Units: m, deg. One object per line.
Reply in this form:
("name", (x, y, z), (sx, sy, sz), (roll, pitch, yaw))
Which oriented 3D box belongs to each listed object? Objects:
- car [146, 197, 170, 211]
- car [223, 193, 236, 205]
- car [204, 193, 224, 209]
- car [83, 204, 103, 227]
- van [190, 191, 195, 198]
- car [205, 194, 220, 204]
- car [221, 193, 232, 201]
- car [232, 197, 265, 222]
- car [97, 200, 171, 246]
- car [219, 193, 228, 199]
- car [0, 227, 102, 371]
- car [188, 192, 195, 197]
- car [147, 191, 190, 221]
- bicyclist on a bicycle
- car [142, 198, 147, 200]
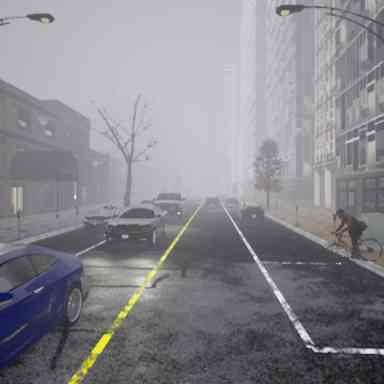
("car", (-3.596, 1.243, 35.824), (1.802, 1.307, 4.206), (1, 1, 4))
("car", (5.497, 1.123, 46.510), (1.887, 1.381, 4.507), (1, 1, 4))
("car", (2.436, 1.146, 39.155), (1.837, 1.490, 4.892), (0, 1, 4))
("car", (-4.740, 1.365, 18.930), (2.008, 1.369, 4.403), (1, 1, 4))
("van", (-0.413, 0.545, 86.514), (1.690, 1.788, 3.998), (1, 1, 4))
("car", (3.164, 1.025, 50.952), (2.128, 1.511, 4.902), (0, 1, 4))
("car", (6.545, 0.991, 63.409), (1.947, 1.339, 4.313), (1, 1, 4))
("car", (4.202, 1.334, 23.973), (2.008, 1.369, 4.403), (1, 1, 4))
("car", (-2.288, 1.336, 14.682), (1.882, 1.535, 5.008), (0, 1, 4))
("car", (7.594, 0.840, 80.309), (1.947, 1.339, 4.313), (1, 1, 4))
("car", (-2.932, 1.480, 4.248), (1.812, 1.442, 4.674), (0, 1, 5))
("car", (-0.068, 0.736, 92.150), (1.802, 1.307, 4.206), (1, 1, 4))
("car", (-1.625, 0.983, 25.217), (2.150, 2.045, 5.566), (0, 1, 4))
("bicyclist on a bicycle", (4.524, 1.282, 9.502), (1.656, 1.620, 0.582), (-9, 0, 4))
("car", (-3.979, 1.257, 30.192), (1.887, 1.381, 4.507), (1, 1, 4))
